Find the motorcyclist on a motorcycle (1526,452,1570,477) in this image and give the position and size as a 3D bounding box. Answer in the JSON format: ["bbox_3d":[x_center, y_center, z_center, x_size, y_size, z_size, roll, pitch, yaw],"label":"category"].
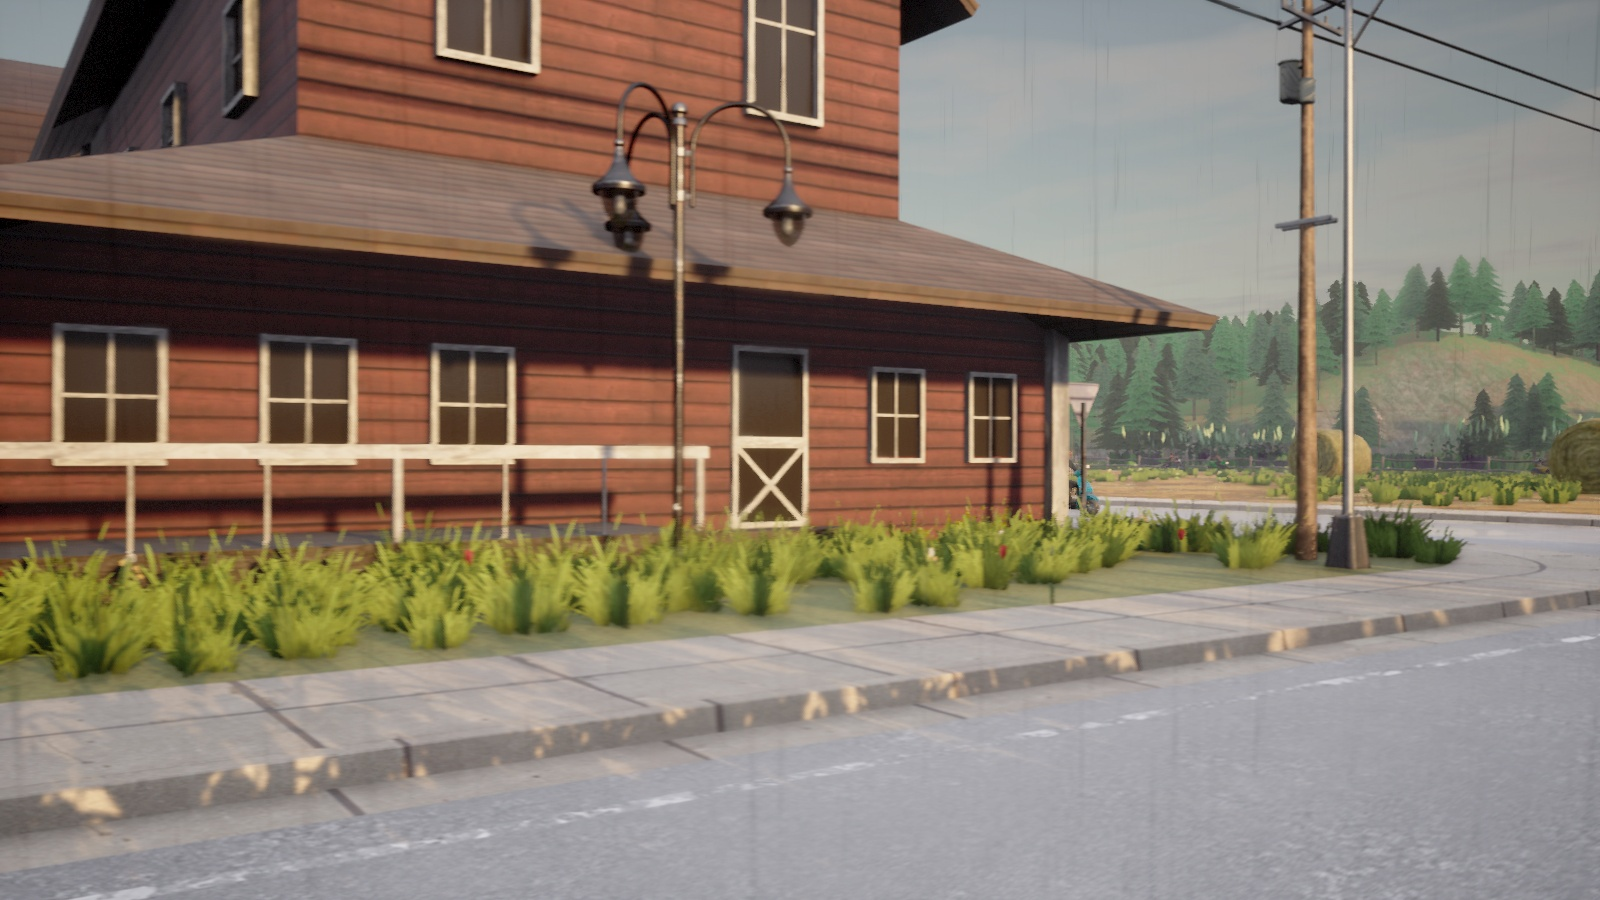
[{"bbox_3d":[46.338,0.866,77.798,0.866,1.530,2.191,0,0,-32],"label":"motorcyclist on a motorcycle"}]

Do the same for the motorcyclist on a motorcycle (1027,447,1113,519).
[{"bbox_3d":[6.174,0.736,28.781,0.866,1.590,1.817,0,0,-36],"label":"motorcyclist on a motorcycle"}]
